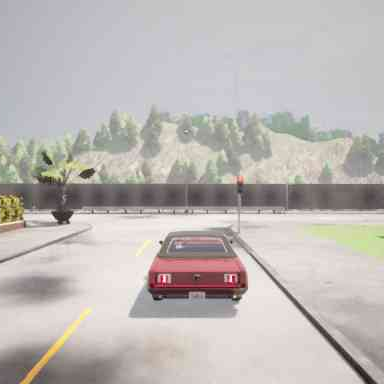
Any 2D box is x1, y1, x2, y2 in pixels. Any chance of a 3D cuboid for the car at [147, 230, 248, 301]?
[{"bbox_3d":[0.101,1.601,8.279,1.895,1.301,4.718,0,0,0],"label":"car"}]
